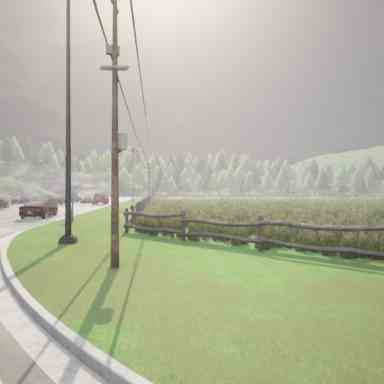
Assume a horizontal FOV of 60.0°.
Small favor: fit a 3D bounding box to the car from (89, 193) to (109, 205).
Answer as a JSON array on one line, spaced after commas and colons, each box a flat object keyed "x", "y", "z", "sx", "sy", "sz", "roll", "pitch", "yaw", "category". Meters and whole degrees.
[{"x": -16.408, "y": 1.228, "z": 59.871, "sx": 2.150, "sy": 2.045, "sz": 5.566, "roll": 0, "pitch": 0, "yaw": -6, "category": "car"}]

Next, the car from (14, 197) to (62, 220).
[{"x": -13.066, "y": 1.480, "z": 28.619, "sx": 1.882, "sy": 1.535, "sz": 5.008, "roll": 0, "pitch": 0, "yaw": -6, "category": "car"}]

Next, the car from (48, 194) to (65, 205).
[{"x": -23.430, "y": 1.509, "z": 58.767, "sx": 1.837, "sy": 1.490, "sz": 4.892, "roll": 0, "pitch": 0, "yaw": -6, "category": "car"}]

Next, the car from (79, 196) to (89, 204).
[{"x": -20.602, "y": 1.568, "z": 66.217, "sx": 1.994, "sy": 1.385, "sz": 4.181, "roll": 0, "pitch": 0, "yaw": -6, "category": "car"}]

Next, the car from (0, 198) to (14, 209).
[{"x": -25.132, "y": 1.508, "z": 42.603, "sx": 1.837, "sy": 1.490, "sz": 4.892, "roll": 0, "pitch": 0, "yaw": -6, "category": "car"}]

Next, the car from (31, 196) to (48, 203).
[{"x": -31.536, "y": 1.558, "z": 68.800, "sx": 1.994, "sy": 1.385, "sz": 4.181, "roll": 0, "pitch": 0, "yaw": -6, "category": "car"}]

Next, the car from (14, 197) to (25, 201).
[{"x": -30.490, "y": 1.530, "z": 58.989, "sx": 1.812, "sy": 1.442, "sz": 4.674, "roll": 0, "pitch": 0, "yaw": -6, "category": "car"}]

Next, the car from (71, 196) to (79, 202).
[{"x": -24.531, "y": 1.377, "z": 69.128, "sx": 2.033, "sy": 1.411, "sz": 5.357, "roll": 0, "pitch": 0, "yaw": -6, "category": "car"}]
